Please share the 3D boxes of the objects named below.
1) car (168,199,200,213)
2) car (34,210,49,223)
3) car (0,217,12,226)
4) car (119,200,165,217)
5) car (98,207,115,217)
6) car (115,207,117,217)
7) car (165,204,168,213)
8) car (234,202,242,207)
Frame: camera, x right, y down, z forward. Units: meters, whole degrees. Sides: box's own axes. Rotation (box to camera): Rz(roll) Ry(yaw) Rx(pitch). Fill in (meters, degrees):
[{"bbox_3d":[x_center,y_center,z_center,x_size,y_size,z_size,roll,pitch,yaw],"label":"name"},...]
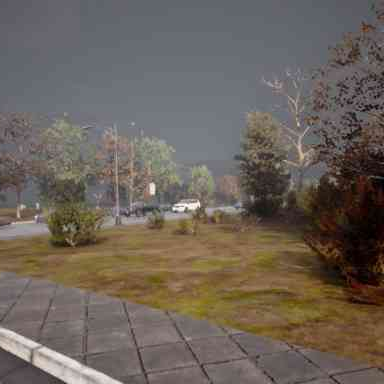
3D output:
[{"bbox_3d":[-0.787,2.197,52.165,2.150,2.045,5.566,-3,-2,33],"label":"car"},{"bbox_3d":[-14.853,2.510,36.486,2.128,1.511,4.902,-3,-2,33],"label":"car"},{"bbox_3d":[-17.333,2.391,26.337,2.033,1.411,5.357,-3,-2,34],"label":"car"},{"bbox_3d":[-6.468,2.128,43.213,2.150,2.045,5.566,-3,-2,32],"label":"car"},{"bbox_3d":[-9.837,2.045,31.041,2.097,1.767,4.553,-3,-2,33],"label":"car"},{"bbox_3d":[-10.038,2.619,44.082,1.994,1.385,4.181,-3,-2,32],"label":"car"},{"bbox_3d":[-4.571,2.612,52.713,2.128,1.511,4.902,-3,-2,32],"label":"car"},{"bbox_3d":[9.582,2.480,61.678,2.033,1.411,5.357,-3,-2,33],"label":"car"}]
